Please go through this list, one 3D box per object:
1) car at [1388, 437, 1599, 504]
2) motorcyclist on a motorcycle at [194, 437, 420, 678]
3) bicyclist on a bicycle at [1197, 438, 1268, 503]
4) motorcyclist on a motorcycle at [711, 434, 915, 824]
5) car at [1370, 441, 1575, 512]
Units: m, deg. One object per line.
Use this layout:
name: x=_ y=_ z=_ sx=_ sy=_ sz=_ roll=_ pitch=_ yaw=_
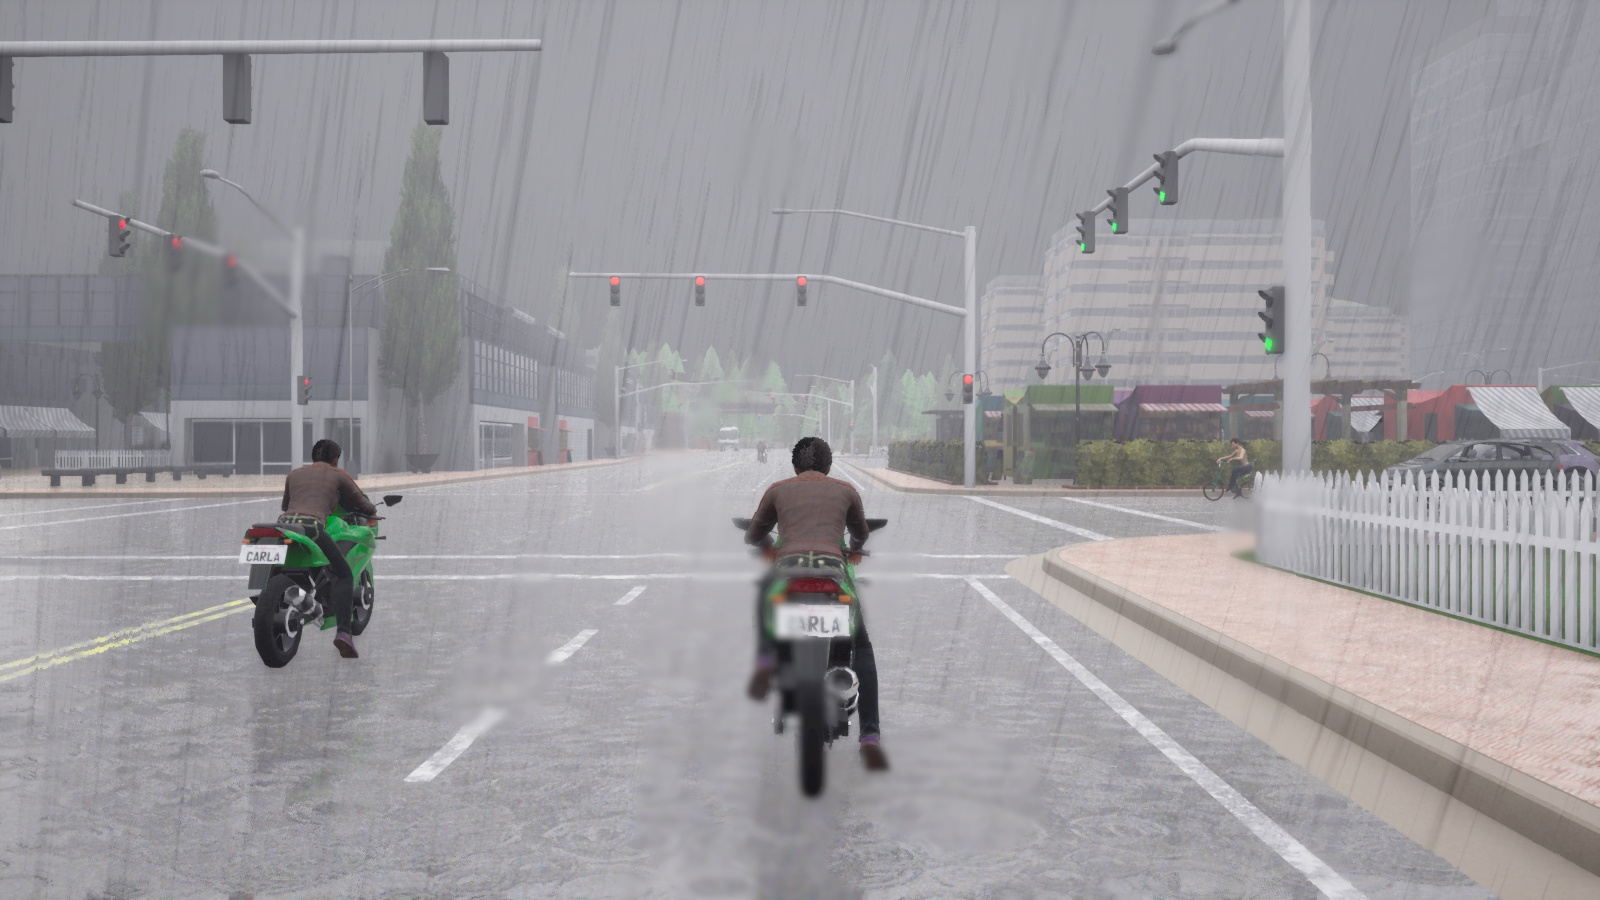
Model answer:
car: x=17.933 y=0.510 z=32.101 sx=4.856 sy=1.649 sz=2.033 roll=0 pitch=0 yaw=-1
motorcyclist on a motorcycle: x=-3.424 y=0.675 z=8.958 sx=0.797 sy=1.523 sz=2.044 roll=0 pitch=0 yaw=0
bicyclist on a bicycle: x=11.005 y=0.511 z=31.967 sx=1.509 sy=1.612 sz=0.866 roll=0 pitch=0 yaw=-1
motorcyclist on a motorcycle: x=0.056 y=0.695 z=5.932 sx=0.797 sy=1.523 sz=2.044 roll=0 pitch=0 yaw=0
car: x=15.225 y=0.576 z=28.550 sx=3.705 sy=1.549 sz=1.789 roll=0 pitch=0 yaw=-1
